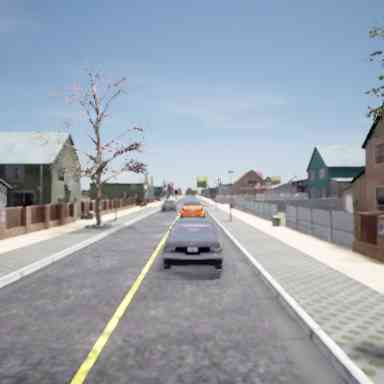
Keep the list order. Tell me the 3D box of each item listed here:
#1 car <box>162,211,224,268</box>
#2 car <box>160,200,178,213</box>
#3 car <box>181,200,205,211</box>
[{"bbox_3d":[0.044,1.615,11.483,2.033,1.411,5.357,0,0,1],"label":"car"},{"bbox_3d":[-2.817,1.737,41.532,1.837,1.490,4.892,0,-1,0],"label":"car"},{"bbox_3d":[0.069,1.520,29.842,2.097,1.767,4.553,0,0,0],"label":"car"}]
